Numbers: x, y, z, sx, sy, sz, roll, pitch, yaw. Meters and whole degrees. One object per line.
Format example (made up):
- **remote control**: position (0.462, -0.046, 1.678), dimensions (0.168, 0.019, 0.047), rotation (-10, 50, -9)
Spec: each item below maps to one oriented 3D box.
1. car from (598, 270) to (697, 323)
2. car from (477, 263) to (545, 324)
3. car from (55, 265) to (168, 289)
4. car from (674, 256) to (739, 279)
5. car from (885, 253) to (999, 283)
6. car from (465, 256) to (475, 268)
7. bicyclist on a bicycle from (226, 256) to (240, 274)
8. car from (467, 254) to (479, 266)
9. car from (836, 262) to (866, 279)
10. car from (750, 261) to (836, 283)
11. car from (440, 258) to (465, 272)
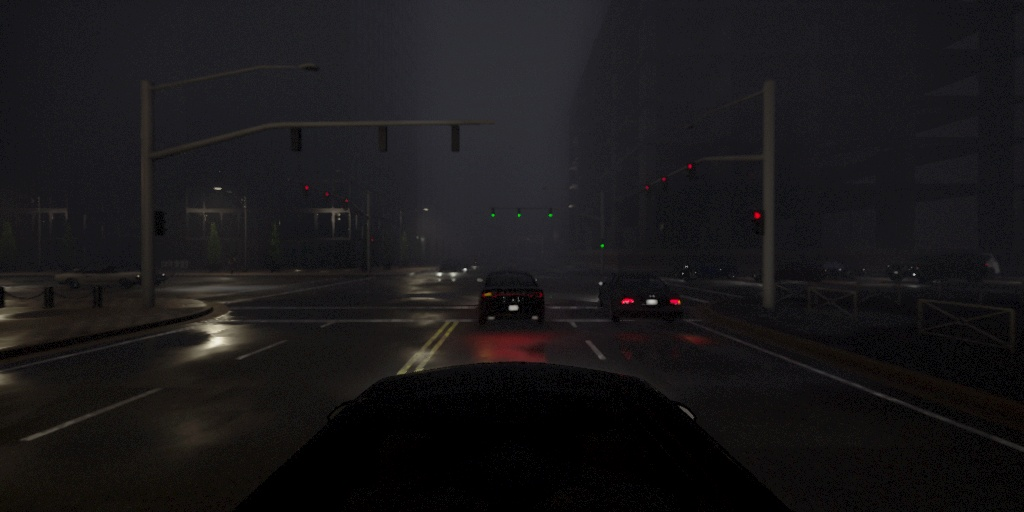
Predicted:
- **car**: position (4.042, 1.235, 11.992), dimensions (2.033, 1.411, 5.357), rotation (0, 1, 8)
- **car**: position (-0.134, 1.166, 11.817), dimensions (1.882, 1.535, 5.008), rotation (0, 1, -4)
- **car**: position (-22.953, 1.196, 20.704), dimensions (4.718, 1.301, 1.895), rotation (0, 0, 0)
- **car**: position (15.224, 0.905, 28.371), dimensions (4.553, 1.767, 2.097), rotation (0, 0, 0)
- **car**: position (29.415, 0.793, 24.900), dimensions (5.566, 2.045, 2.150), rotation (0, 0, 0)
- **car**: position (-7.093, 1.030, 52.361), dimensions (2.033, 1.411, 5.357), rotation (0, 0, 0)
- **bicyclist on a bicycle**: position (-25.415, 0.833, 32.665), dimensions (0.582, 1.620, 1.656), rotation (0, 1, 0)
- **car**: position (-7.015, 0.648, 62.989), dimensions (2.150, 2.045, 5.566), rotation (0, 0, 0)
- **car**: position (24.692, 1.100, 28.387), dimensions (5.357, 1.411, 2.033), rotation (0, 0, 0)
- **car**: position (19.149, 1.098, 24.845), dimensions (4.674, 1.442, 1.812), rotation (0, 0, 0)
- **car**: position (-7.103, 1.016, 41.848), dimensions (1.882, 1.535, 5.008), rotation (0, 0, 0)
